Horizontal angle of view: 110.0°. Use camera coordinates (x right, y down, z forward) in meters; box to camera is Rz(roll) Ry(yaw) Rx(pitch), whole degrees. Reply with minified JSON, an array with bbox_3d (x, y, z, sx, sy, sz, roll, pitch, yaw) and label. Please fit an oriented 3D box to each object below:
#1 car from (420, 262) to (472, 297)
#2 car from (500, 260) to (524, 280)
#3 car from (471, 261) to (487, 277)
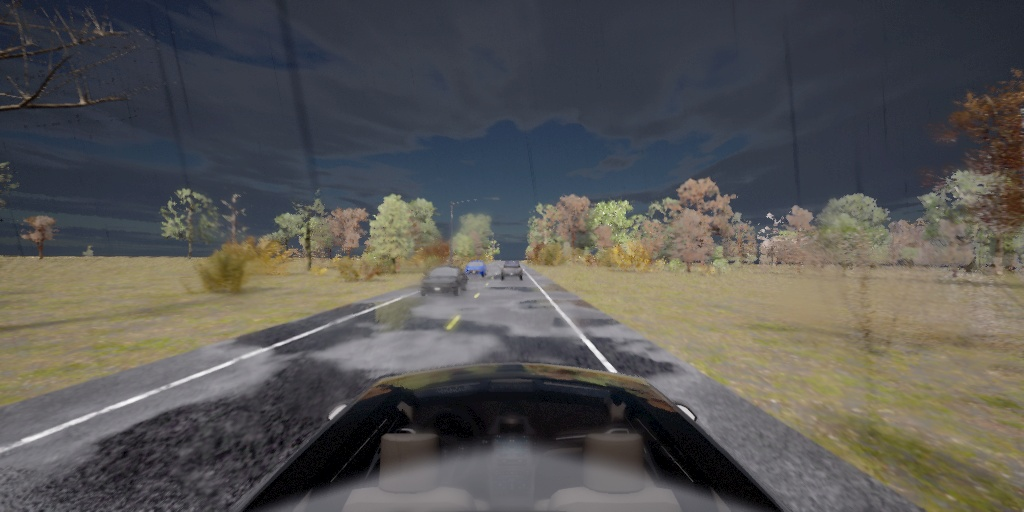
[{"bbox_3d":[-3.506,1.263,19.281,1.882,1.535,5.008,0,0,0],"label":"car"},{"bbox_3d":[-0.005,1.245,31.040,2.128,1.511,4.902,0,0,0],"label":"car"},{"bbox_3d":[-3.511,1.233,35.484,1.882,1.535,5.008,0,0,0],"label":"car"}]
